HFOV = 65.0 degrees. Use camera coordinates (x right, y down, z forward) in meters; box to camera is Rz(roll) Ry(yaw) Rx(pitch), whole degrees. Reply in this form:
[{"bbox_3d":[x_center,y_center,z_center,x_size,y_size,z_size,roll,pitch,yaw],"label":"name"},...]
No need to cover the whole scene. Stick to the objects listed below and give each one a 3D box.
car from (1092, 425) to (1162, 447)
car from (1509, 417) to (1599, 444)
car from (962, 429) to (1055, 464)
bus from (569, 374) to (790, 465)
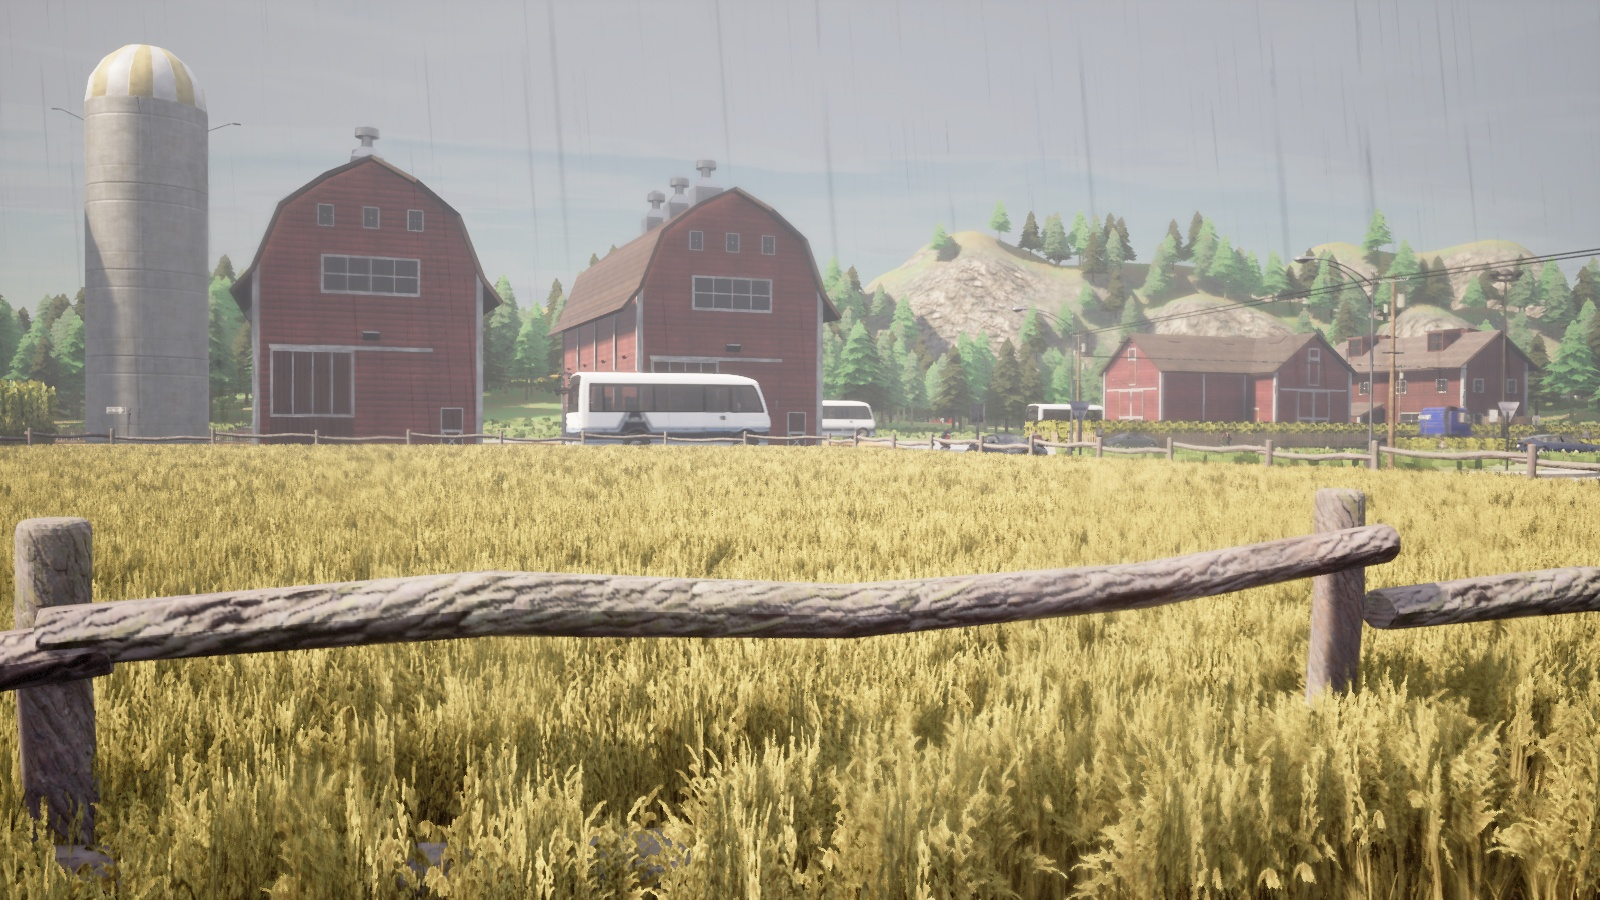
[{"bbox_3d":[22.470,-0.973,86.350,4.181,1.385,1.994,-1,1,-18],"label":"car"},{"bbox_3d":[44.374,-1.125,73.278,4.792,1.488,2.163,-1,1,8],"label":"car"},{"bbox_3d":[8.644,-0.169,52.469,1.994,1.385,4.181,-1,1,-21],"label":"car"},{"bbox_3d":[-6.042,-1.587,63.324,10.273,4.253,3.944,-2,1,-22],"label":"bus"}]
